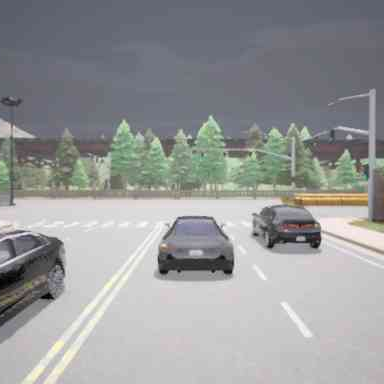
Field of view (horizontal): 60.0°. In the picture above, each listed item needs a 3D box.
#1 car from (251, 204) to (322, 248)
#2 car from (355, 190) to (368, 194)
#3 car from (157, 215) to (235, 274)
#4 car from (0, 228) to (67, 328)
[{"bbox_3d":[3.612,1.255,13.369,1.837,1.490,4.892,0,1,1],"label":"car"},{"bbox_3d":[26.277,0.434,49.451,4.553,1.767,2.097,0,1,-1],"label":"car"},{"bbox_3d":[0.099,1.378,9.914,1.994,1.385,4.181,0,1,0],"label":"car"},{"bbox_3d":[-3.582,1.393,5.175,2.128,1.511,4.902,0,1,0],"label":"car"}]
